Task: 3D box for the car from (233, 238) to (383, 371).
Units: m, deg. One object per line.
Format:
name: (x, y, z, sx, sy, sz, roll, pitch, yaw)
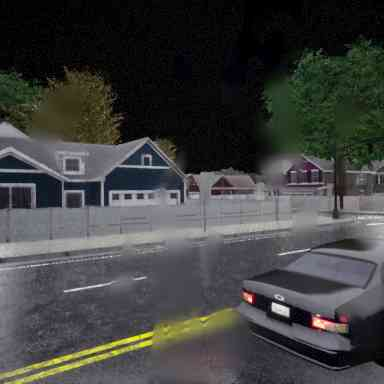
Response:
car: (3.158, 1.539, 5.719, 5.357, 1.411, 2.033, 0, 0, -36)
